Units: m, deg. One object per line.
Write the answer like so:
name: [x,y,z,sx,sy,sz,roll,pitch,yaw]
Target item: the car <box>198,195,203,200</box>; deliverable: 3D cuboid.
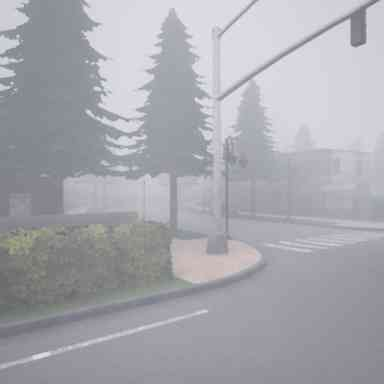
car: [3.641,1.410,90.018,1.895,1.301,4.718,0,0,36]
